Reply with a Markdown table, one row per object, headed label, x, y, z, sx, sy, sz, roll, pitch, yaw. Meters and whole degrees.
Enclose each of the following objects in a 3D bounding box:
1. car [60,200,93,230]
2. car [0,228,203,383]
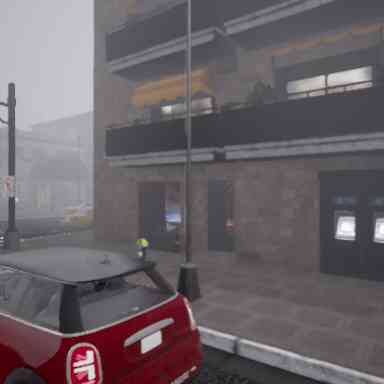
| label | x | y | z | sx | sy | sz | roll | pitch | yaw |
| --- | --- | --- | --- | --- | --- | --- | --- | --- | --- |
| car | -5.429 | 1.426 | 19.985 | 1.752 | 1.417 | 4.829 | 1 | 1 | 36 |
| car | -1.963 | 1.440 | 4.273 | 4.097 | 1.590 | 1.967 | 0 | 0 | 35 |
